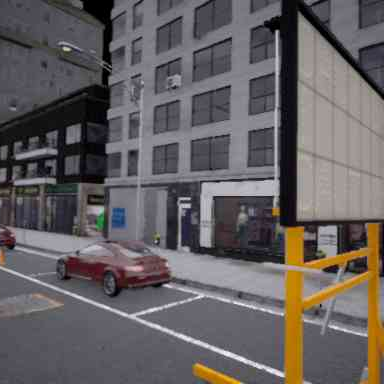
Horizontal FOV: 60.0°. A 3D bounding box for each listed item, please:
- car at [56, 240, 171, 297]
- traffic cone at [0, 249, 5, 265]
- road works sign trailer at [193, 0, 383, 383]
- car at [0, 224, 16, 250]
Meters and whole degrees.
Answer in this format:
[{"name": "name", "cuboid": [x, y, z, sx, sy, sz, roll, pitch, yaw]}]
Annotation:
[{"name": "car", "cuboid": [-2.407, 2.061, 9.814, 4.206, 1.307, 1.802, -1, -4, 42]}, {"name": "traffic cone", "cuboid": [-7.379, 2.472, 12.771, 0.340, 0.580, 0.340, -1, -4, 42]}, {"name": "road works sign trailer", "cuboid": [1.127, 0.658, 2.843, 2.880, 3.560, 2.380, -1, -4, 42]}, {"name": "car", "cuboid": [-10.556, 2.256, 17.204, 4.206, 1.307, 1.802, -1, -4, 42]}]
